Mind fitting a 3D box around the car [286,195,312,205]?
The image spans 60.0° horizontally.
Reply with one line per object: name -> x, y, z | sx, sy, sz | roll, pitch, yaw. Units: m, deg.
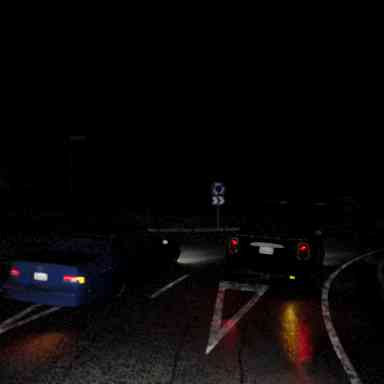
car -> 15.991, 1.121, 49.908 | 1.994, 1.385, 4.181 | -1, 1, -24

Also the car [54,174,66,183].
car -> -31.151, -3.057, 83.519 | 2.231, 1.521, 4.892 | 7, 5, 28

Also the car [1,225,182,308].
car -> -1.919, 1.539, 8.258 | 2.033, 1.411, 5.357 | 1, 0, 17

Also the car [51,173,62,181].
car -> -33.150, -3.359, 85.793 | 2.002, 1.452, 4.674 | 7, 6, 28

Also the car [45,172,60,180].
car -> -35.242, -3.735, 87.891 | 1.946, 1.575, 5.366 | 7, 6, 28

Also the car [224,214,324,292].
car -> 2.522, 1.411, 9.419 | 2.097, 1.767, 4.553 | 2, -1, 24

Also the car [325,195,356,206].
car -> 20.592, 1.166, 46.223 | 1.812, 1.442, 4.674 | 0, 1, -15
